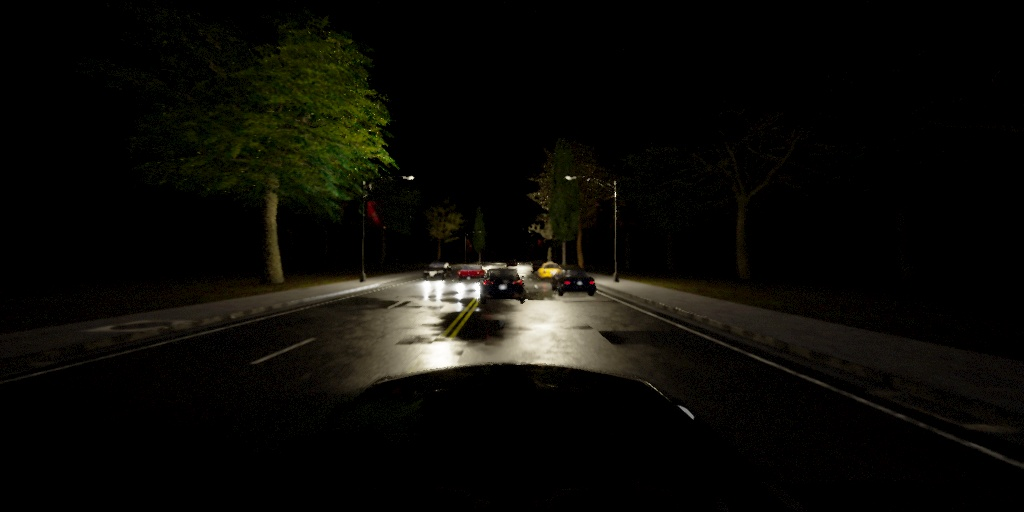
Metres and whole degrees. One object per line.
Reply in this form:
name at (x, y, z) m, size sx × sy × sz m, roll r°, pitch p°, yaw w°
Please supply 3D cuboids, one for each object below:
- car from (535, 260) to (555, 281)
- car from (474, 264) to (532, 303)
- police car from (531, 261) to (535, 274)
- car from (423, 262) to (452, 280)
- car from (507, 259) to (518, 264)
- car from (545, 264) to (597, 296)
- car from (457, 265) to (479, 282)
car at (3.255, 1.263, 30.915) m, size 1.801 × 1.575 × 5.366 m, roll 0°, pitch 0°, yaw 0°
car at (-0.431, 1.310, 17.048) m, size 2.163 × 1.488 × 4.792 m, roll 0°, pitch 0°, yaw -2°
police car at (3.256, 1.234, 41.836) m, size 1.930 × 1.638 × 5.238 m, roll 0°, pitch 0°, yaw 0°
car at (-6.586, 1.298, 32.187) m, size 2.128 × 1.511 × 4.902 m, roll 0°, pitch 0°, yaw 0°
car at (0.035, 1.387, 62.531) m, size 2.033 × 1.411 × 5.357 m, roll 0°, pitch 0°, yaw 1°
car at (3.253, 1.355, 19.724) m, size 2.033 × 1.411 × 5.357 m, roll 0°, pitch 0°, yaw 0°
car at (-3.339, 1.408, 29.877) m, size 1.895 × 1.301 × 4.718 m, roll 0°, pitch 0°, yaw 0°
